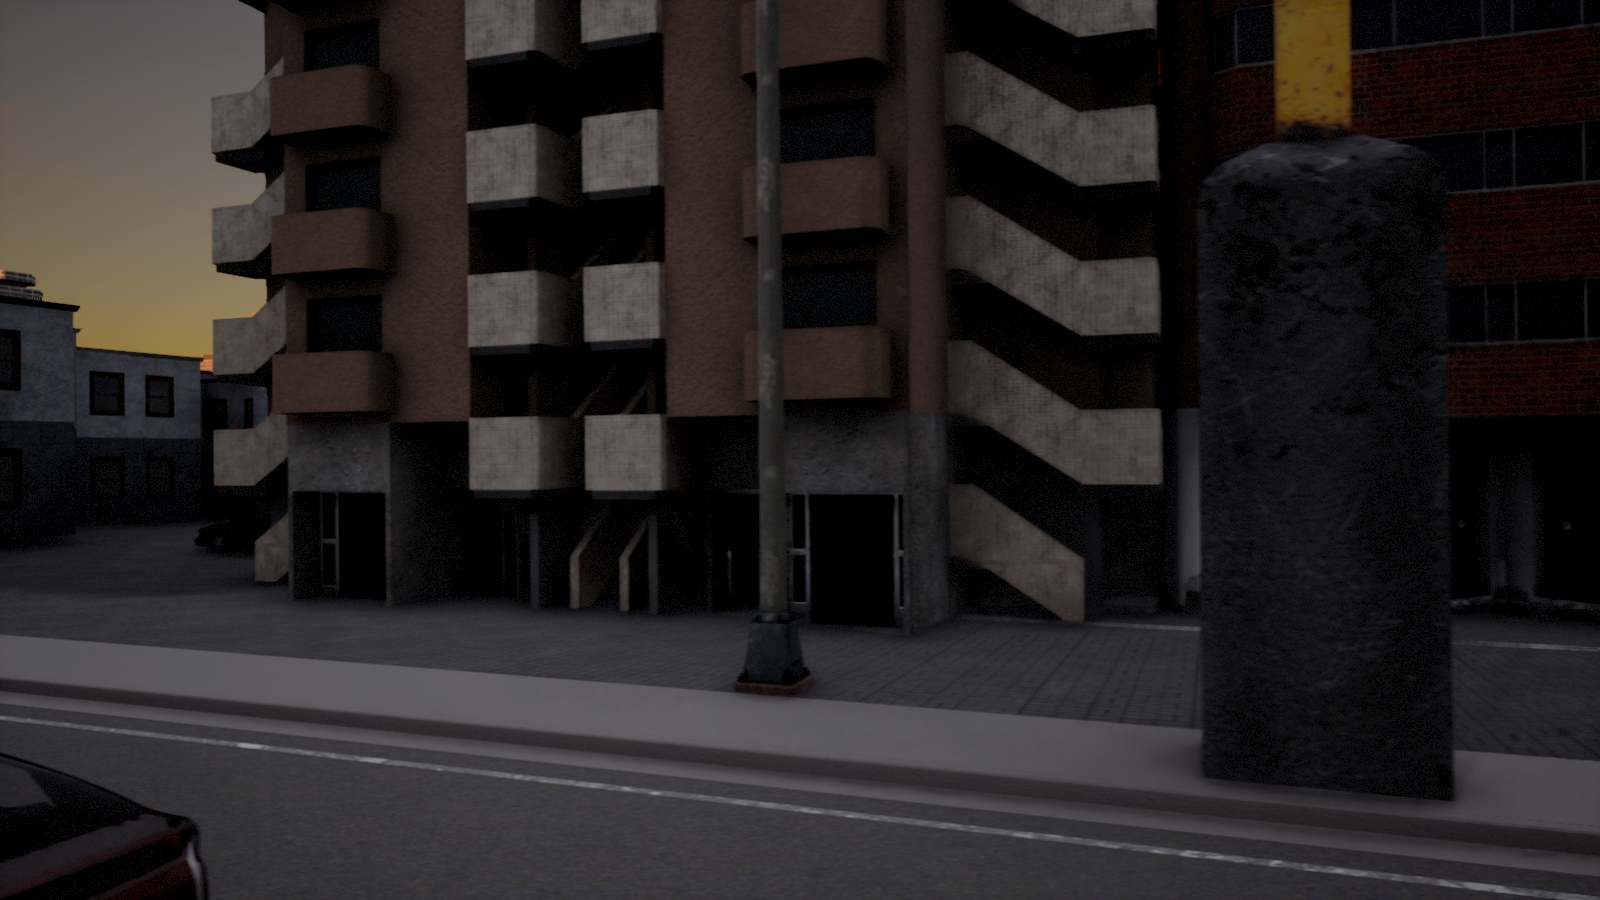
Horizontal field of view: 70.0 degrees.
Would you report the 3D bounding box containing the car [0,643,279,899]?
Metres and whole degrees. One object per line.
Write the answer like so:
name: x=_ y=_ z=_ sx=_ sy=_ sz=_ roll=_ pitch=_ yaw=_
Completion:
car: x=-4.844 y=1.751 z=5.050 sx=4.514 sy=1.525 sz=2.007 roll=0 pitch=0 yaw=20
